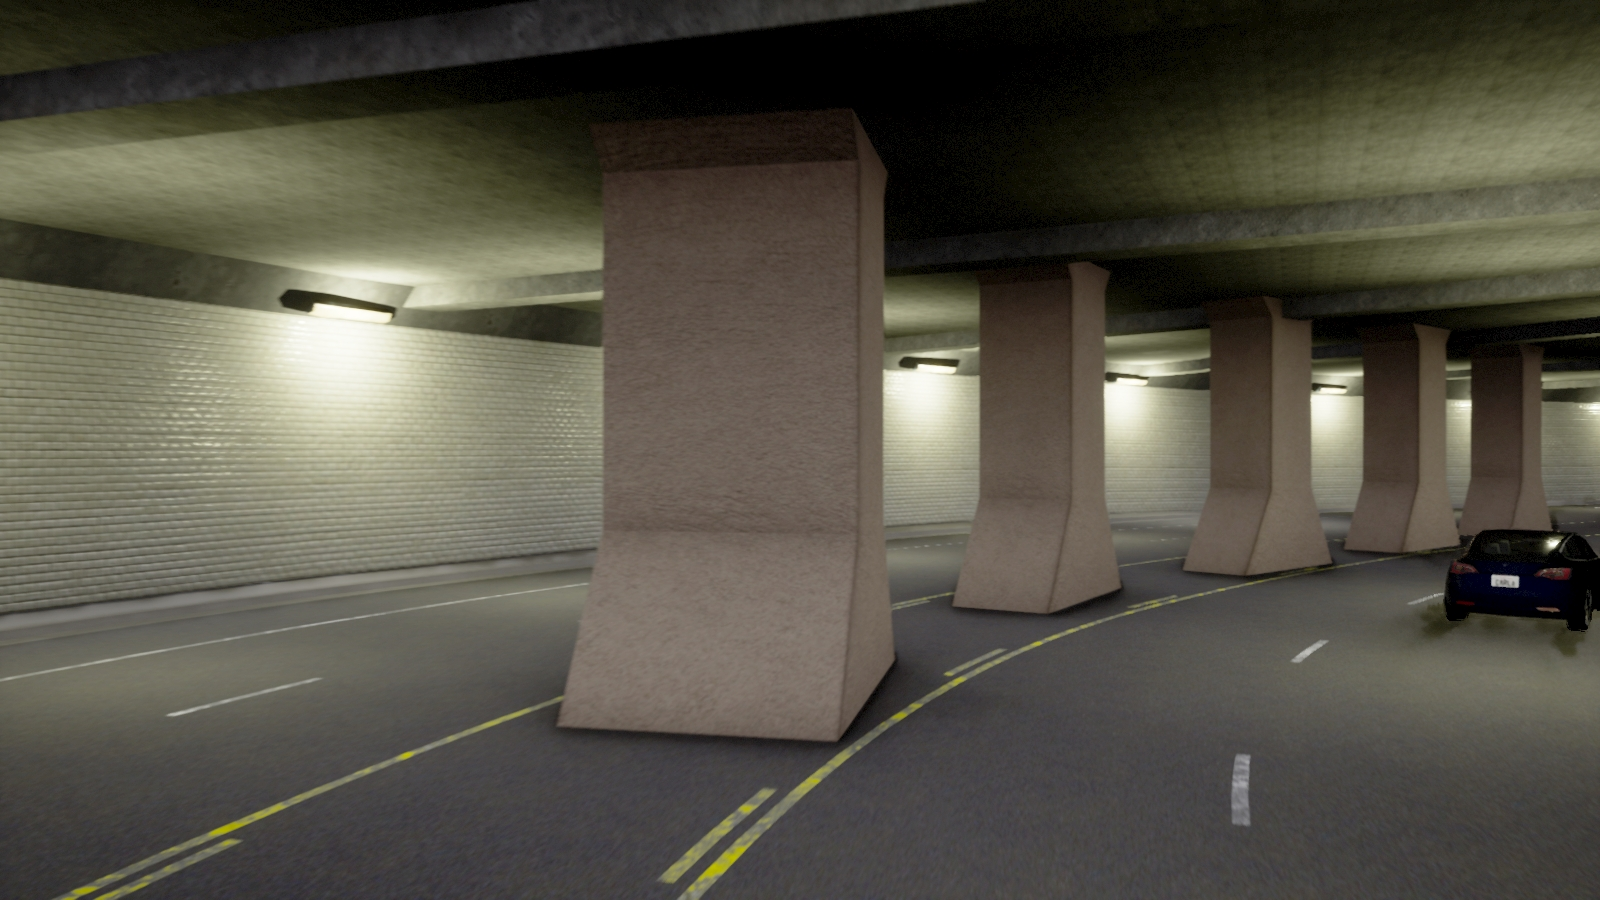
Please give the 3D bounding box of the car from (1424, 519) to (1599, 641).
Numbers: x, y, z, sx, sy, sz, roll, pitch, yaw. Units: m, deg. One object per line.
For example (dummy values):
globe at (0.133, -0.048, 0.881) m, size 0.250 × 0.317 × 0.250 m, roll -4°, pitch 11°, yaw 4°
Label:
car at (12.386, 2.071, 19.392) m, size 2.163 × 1.488 × 4.792 m, roll 0°, pitch 0°, yaw 41°
